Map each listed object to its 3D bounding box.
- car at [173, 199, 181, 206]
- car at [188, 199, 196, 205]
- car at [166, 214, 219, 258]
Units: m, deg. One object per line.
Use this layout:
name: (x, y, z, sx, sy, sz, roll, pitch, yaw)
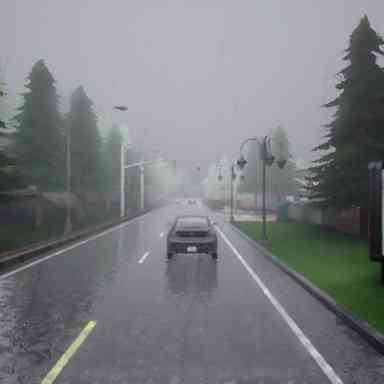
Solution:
car: (-3.514, 2.386, 77.451, 1.812, 1.442, 4.674, 0, -1, 0)
car: (-0.014, 2.289, 79.185, 1.994, 1.385, 4.181, 0, -1, 0)
car: (0.014, 1.659, 13.475, 1.837, 1.490, 4.892, 0, 0, 0)
